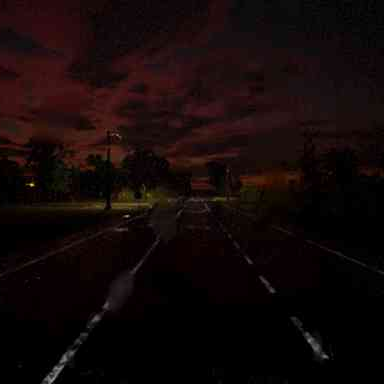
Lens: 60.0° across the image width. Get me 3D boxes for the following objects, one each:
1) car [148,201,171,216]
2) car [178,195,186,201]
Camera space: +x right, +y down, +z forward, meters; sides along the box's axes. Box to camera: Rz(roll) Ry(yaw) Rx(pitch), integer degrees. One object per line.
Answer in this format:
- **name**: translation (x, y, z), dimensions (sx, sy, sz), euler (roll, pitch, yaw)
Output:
- **car**: translation (-3.154, 1.605, 33.340), dimensions (1.994, 1.385, 4.181), euler (0, 0, 1)
- **car**: translation (-2.529, 1.592, 84.561), dimensions (2.033, 1.411, 5.357), euler (0, 0, 1)
